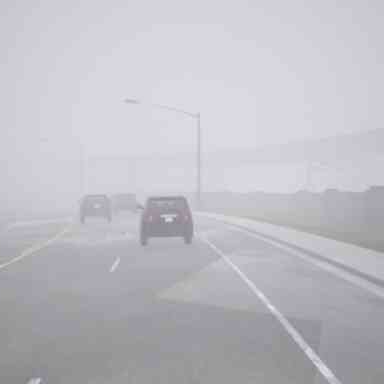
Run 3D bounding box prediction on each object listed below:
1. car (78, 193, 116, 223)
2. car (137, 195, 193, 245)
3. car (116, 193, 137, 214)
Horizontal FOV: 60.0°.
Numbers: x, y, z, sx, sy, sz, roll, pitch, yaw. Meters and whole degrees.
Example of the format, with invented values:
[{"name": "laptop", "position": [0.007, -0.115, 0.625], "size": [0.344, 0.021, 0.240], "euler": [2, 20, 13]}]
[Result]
[{"name": "car", "position": [-7.510, 1.158, 25.633], "size": [2.150, 2.045, 5.566], "euler": [-1, 0, -20]}, {"name": "car", "position": [-1.346, 1.161, 15.561], "size": [2.150, 2.045, 5.566], "euler": [0, 0, -10]}, {"name": "car", "position": [-7.185, 1.107, 33.671], "size": [2.150, 2.045, 5.566], "euler": [-1, 0, -27]}]
